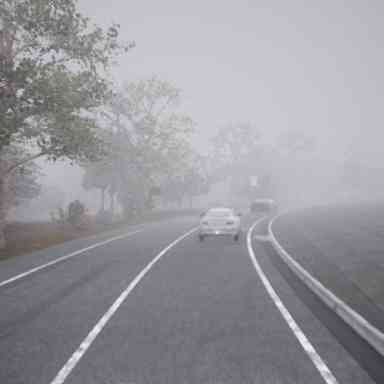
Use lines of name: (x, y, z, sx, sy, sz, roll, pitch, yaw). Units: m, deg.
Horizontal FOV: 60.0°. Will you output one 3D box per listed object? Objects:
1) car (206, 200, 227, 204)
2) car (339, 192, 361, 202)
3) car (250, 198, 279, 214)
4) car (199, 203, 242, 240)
car: (2.162, 1.542, 30.644, 1.837, 1.490, 4.892, -3, -1, 23)
car: (29.035, 0.858, 61.151, 4.892, 1.490, 1.837, -3, -3, -32)
car: (7.386, 1.352, 33.706, 1.882, 1.535, 5.008, -3, -1, 27)
car: (1.493, 1.496, 16.615, 1.812, 1.442, 4.674, -1, 0, 10)
